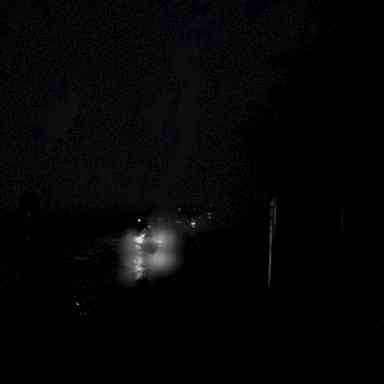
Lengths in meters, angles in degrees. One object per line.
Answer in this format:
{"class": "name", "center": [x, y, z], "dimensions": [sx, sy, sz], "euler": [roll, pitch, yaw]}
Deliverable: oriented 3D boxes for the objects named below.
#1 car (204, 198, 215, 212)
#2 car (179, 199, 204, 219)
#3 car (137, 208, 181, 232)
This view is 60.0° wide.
{"class": "car", "center": [2.327, 2.029, 51.789], "dimensions": [2.150, 2.045, 5.566], "euler": [2, 0, 9]}
{"class": "car", "center": [-0.282, 1.898, 36.210], "dimensions": [2.097, 1.767, 4.553], "euler": [2, 0, 9]}
{"class": "car", "center": [-2.342, 1.954, 23.399], "dimensions": [1.895, 1.301, 4.718], "euler": [2, -1, 9]}
